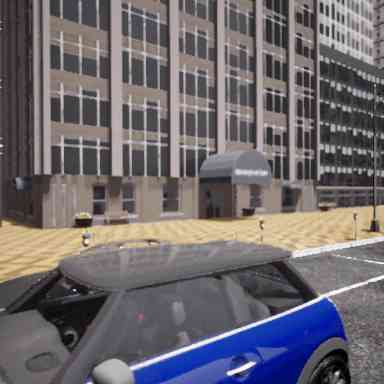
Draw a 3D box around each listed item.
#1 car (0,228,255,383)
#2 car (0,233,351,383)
[{"bbox_3d":[-1.203,1.540,5.703,4.403,1.369,2.008,0,0,-35],"label":"car"},{"bbox_3d":[-0.653,1.347,2.913,4.553,1.767,2.097,0,0,-35],"label":"car"}]
